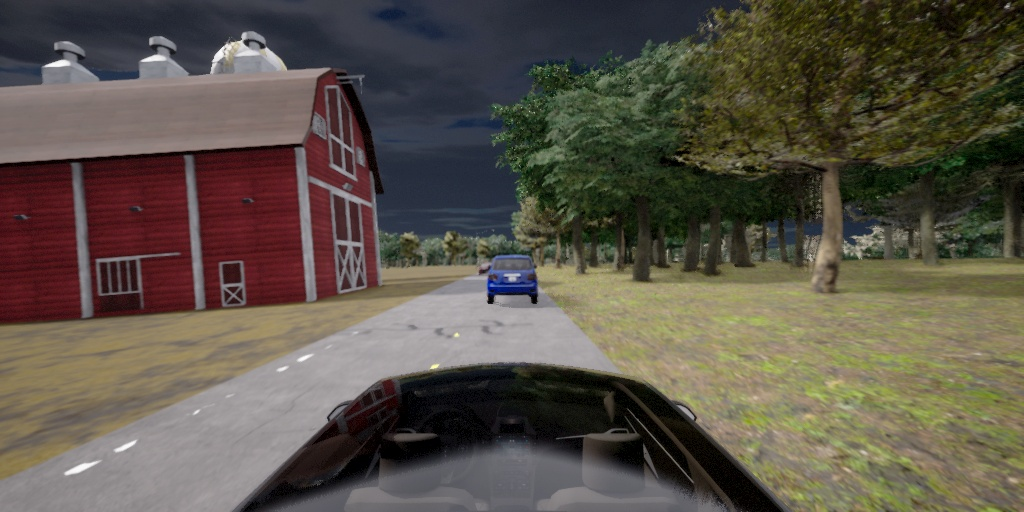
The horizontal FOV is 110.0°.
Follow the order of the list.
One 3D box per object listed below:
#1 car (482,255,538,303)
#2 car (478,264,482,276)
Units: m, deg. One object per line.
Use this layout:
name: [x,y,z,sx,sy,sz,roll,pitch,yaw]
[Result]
car: [0.023,0.992,16.841,2.150,2.045,5.566,0,0,0]
car: [-2.873,1.489,42.068,1.882,1.535,5.008,-1,-1,0]
